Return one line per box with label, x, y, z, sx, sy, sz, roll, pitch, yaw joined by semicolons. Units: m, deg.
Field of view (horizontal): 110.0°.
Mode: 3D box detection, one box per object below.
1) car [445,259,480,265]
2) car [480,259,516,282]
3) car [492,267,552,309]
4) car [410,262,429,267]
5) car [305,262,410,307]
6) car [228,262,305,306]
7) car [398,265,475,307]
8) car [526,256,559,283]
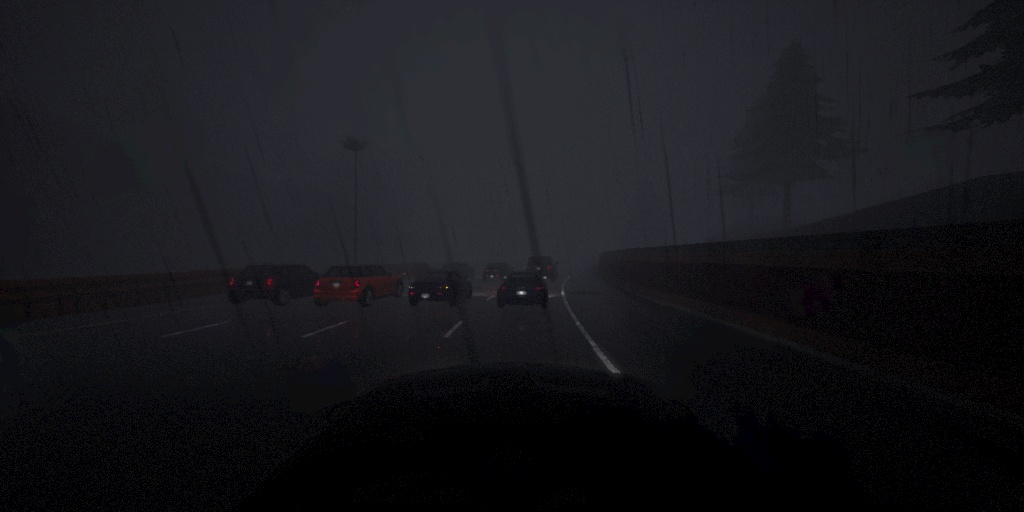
car;-4.470;1.264;29.663;1.837;1.490;4.892;0;0;11
car;-1.034;1.264;28.997;1.837;1.490;4.892;0;0;11
car;0.527;1.319;15.074;1.994;1.385;4.181;0;0;5
car;-7.907;1.232;30.329;1.882;1.535;5.008;0;0;11
car;-6.448;1.113;15.670;2.097;1.767;4.553;0;0;5
car;-9.934;1.113;15.983;2.097;1.767;4.553;0;0;5
car;-2.959;1.280;15.387;1.812;1.442;4.674;0;0;5
car;2.407;1.005;28.361;2.150;2.045;5.566;0;0;11
